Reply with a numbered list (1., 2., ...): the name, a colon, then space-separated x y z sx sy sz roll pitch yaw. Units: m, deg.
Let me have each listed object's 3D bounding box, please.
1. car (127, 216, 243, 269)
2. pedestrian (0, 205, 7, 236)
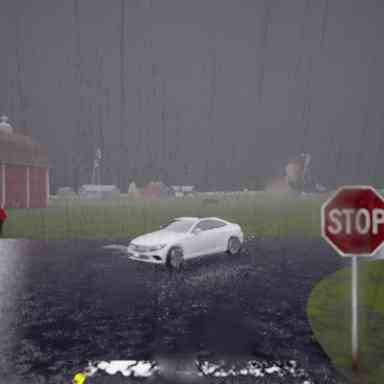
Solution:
1. car: -0.054 1.587 11.662 1.812 1.442 4.674 -2 -1 45
2. pedestrian: -11.186 1.607 19.335 0.375 1.860 0.375 0 0 4
